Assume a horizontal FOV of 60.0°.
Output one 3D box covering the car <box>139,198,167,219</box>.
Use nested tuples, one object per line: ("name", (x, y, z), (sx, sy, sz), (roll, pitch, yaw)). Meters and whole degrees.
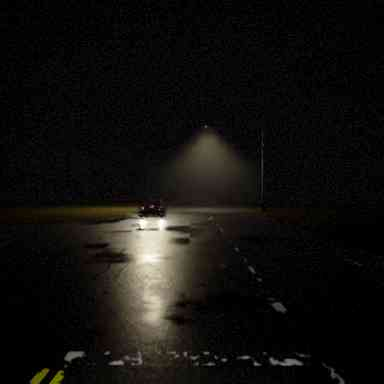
("car", (-3.477, 1.407, 30.158), (2.097, 1.767, 4.553), (0, 0, 0))
